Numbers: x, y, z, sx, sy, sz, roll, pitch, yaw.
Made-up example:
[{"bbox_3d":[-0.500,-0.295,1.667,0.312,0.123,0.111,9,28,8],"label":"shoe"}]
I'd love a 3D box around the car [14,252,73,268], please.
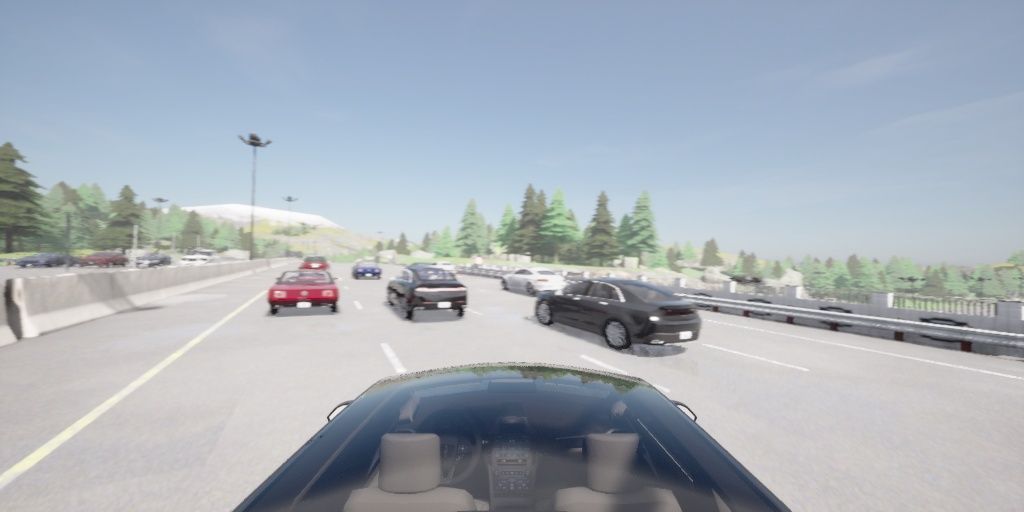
[{"bbox_3d":[-41.415,0.346,32.210,2.033,1.411,5.357,2,-1,-28],"label":"car"}]

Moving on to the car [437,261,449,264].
[{"bbox_3d":[-6.722,1.164,26.704,2.033,1.411,5.357,2,-1,-28],"label":"car"}]

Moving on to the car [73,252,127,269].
[{"bbox_3d":[-38.321,0.350,33.847,1.882,1.535,5.008,2,-1,-28],"label":"car"}]

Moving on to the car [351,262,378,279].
[{"bbox_3d":[-11.564,1.104,28.372,1.895,1.301,4.718,2,-1,-28],"label":"car"}]

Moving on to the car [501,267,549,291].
[{"bbox_3d":[1.082,1.317,19.403,1.812,1.442,4.674,2,0,-28],"label":"car"}]

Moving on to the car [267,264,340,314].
[{"bbox_3d":[-7.104,1.115,12.458,1.895,1.301,4.718,2,0,-28],"label":"car"}]

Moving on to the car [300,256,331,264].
[{"bbox_3d":[-15.309,0.751,27.983,2.097,1.767,4.553,2,-1,-28],"label":"car"}]

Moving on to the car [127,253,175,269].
[{"bbox_3d":[-35.229,0.473,35.484,2.128,1.511,4.902,2,-1,-28],"label":"car"}]

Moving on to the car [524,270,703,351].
[{"bbox_3d":[2.410,1.323,9.441,1.837,1.490,4.892,2,0,-28],"label":"car"}]

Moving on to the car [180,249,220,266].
[{"bbox_3d":[-32.117,0.347,37.097,2.150,2.045,5.566,2,-1,-28],"label":"car"}]

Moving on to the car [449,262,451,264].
[{"bbox_3d":[-6.686,1.225,34.089,1.812,1.442,4.674,2,-1,-28],"label":"car"}]

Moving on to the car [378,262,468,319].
[{"bbox_3d":[-3.032,1.133,12.251,2.128,1.511,4.902,2,0,-28],"label":"car"}]
